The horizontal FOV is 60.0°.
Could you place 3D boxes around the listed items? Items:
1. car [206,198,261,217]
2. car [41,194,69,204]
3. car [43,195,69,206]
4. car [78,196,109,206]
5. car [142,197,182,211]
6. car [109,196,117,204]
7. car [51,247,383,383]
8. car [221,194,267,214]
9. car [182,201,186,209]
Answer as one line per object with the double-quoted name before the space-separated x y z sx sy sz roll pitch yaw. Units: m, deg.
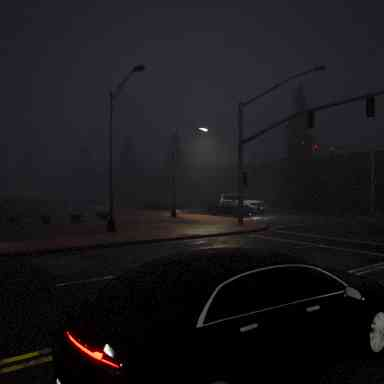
"car" 3.536 1.547 31.219 2.033 1.411 5.357 0 0 -36
"car" -26.261 1.352 63.788 4.553 1.767 2.097 0 0 9
"car" -21.713 1.600 52.252 4.718 1.301 1.895 0 0 17
"car" -16.284 1.525 53.778 4.674 1.442 1.812 0 0 24
"car" -4.006 1.547 41.004 2.033 1.411 5.357 0 0 -43
"car" -16.301 1.478 61.324 5.008 1.535 1.882 0 0 21
"car" 0.807 1.505 4.374 4.892 1.490 1.837 0 0 -35
"car" 5.184 1.221 34.844 2.150 2.045 5.566 0 0 -37
"car" -2.987 1.478 44.750 5.008 1.535 1.882 0 0 44
